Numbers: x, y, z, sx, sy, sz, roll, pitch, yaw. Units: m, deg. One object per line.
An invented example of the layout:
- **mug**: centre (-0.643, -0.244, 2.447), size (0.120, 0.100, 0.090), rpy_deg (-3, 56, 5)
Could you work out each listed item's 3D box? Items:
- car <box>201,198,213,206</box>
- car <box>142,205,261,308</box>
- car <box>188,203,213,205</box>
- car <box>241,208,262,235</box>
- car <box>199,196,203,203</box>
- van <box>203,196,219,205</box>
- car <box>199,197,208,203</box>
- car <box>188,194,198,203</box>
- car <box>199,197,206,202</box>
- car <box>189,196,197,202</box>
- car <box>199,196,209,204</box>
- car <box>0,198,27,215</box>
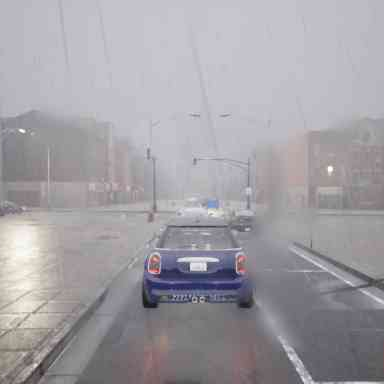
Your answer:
- **car**: centre (2.740, 1.793, 60.956), size (2.008, 1.369, 4.403), rpy_deg (-1, -1, 0)
- **car**: centre (0.114, 1.355, 8.058), size (2.097, 1.767, 4.553), rpy_deg (0, 0, 0)
- **car**: centre (0.164, 1.546, 17.878), size (1.812, 1.442, 4.674), rpy_deg (0, 0, 1)
- **car**: centre (2.661, 1.572, 18.128), size (2.008, 1.369, 4.403), rpy_deg (-1, 0, 0)
- **car**: centre (2.725, 1.516, 55.669), size (2.192, 1.841, 5.009), rpy_deg (-1, 0, 0)
- **van**: centre (2.706, 1.474, 45.087), size (1.690, 1.788, 3.998), rpy_deg (-1, 0, 0)
- **car**: centre (2.780, 1.982, 82.117), size (1.887, 1.381, 4.507), rpy_deg (-1, -1, 0)
- **car**: centre (0.147, 1.583, 75.065), size (2.150, 2.045, 5.566), rpy_deg (0, -1, 0)
- **car**: centre (2.800, 2.138, 92.696), size (1.802, 1.307, 4.206), rpy_deg (-2, -1, 0)
- **car**: centre (0.167, 1.845, 85.454), size (2.033, 1.411, 5.357), rpy_deg (0, -1, 0)
- **car**: centre (2.767, 1.824, 76.828), size (1.967, 1.590, 4.097), rpy_deg (-1, -1, 0)
- **car**: centre (-17.658, 1.343, 30.226), size (4.902, 1.511, 2.128), rpy_deg (1, 1, 0)
